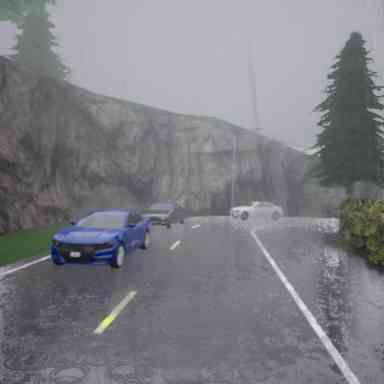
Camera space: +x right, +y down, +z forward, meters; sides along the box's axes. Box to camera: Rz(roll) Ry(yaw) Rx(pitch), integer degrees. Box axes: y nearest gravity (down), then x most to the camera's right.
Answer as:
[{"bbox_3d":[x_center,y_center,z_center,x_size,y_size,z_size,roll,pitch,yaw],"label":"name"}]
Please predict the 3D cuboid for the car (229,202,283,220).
[{"bbox_3d":[5.451,1.547,28.022,4.674,1.442,1.812,2,0,-19],"label":"car"}]

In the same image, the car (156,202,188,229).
[{"bbox_3d":[-1.661,1.358,20.764,2.033,1.411,5.357,2,0,14],"label":"car"}]

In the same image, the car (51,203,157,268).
[{"bbox_3d":[-2.708,1.311,10.934,1.882,1.535,5.008,2,0,6],"label":"car"}]
